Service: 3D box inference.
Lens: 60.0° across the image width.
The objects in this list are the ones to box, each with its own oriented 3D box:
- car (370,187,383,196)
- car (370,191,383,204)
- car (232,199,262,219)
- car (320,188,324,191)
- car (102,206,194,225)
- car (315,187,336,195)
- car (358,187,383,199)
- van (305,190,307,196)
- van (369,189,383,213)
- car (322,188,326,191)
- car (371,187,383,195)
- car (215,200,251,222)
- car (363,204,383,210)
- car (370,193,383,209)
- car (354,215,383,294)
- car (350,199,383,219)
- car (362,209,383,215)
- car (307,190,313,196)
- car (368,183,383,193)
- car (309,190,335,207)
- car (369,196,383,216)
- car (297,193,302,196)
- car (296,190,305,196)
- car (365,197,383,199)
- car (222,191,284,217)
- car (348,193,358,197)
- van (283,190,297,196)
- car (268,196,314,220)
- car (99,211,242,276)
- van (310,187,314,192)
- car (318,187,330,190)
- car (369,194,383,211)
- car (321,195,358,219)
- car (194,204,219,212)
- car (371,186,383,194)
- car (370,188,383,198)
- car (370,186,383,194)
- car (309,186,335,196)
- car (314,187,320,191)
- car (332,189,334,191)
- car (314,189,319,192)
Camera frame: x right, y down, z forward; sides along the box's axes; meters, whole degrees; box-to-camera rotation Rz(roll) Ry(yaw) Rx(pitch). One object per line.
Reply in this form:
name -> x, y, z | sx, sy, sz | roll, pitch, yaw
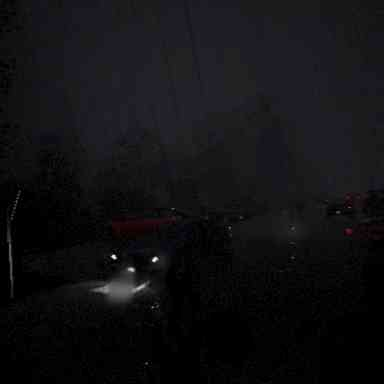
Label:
car -> 35.335, -0.101, 60.761 | 4.792, 1.488, 2.163 | -3, 0, 28
car -> 24.574, 0.585, 40.893 | 4.674, 1.452, 2.002 | -3, 0, 28
car -> 2.720, 1.629, 26.811 | 4.792, 1.488, 2.163 | -3, -1, 28
car -> 20.154, 0.683, 59.124 | 5.008, 1.535, 2.097 | -3, 0, 28
car -> -2.601, 1.611, 16.988 | 4.553, 1.767, 2.185 | -3, -1, 28
car -> 33.663, -0.313, 84.051 | 4.553, 1.767, 2.185 | -3, 0, 28
car -> 13.835, 0.792, 20.979 | 5.566, 2.045, 2.435 | -3, -1, 28
van -> 13.388, 0.881, 46.873 | 4.442, 1.987, 1.878 | -3, 0, 28
van -> 17.684, 0.718, 28.397 | 4.442, 1.987, 1.878 | -3, 0, 28
car -> 21.486, 0.599, 61.612 | 5.008, 1.535, 2.097 | -3, 0, 28
car -> 37.996, -0.259, 65.745 | 4.674, 1.452, 2.002 | -3, 0, 28
car -> 1.403, 1.635, 24.455 | 4.892, 1.521, 2.231 | -3, -1, 28
car -> 8.445, 1.222, 11.049 | 4.674, 1.452, 2.002 | -3, -1, 28
car -> 20.554, 0.837, 33.434 | 4.674, 1.452, 2.002 | -3, 0, 28
car -> 5.732, 1.282, 6.090 | 4.792, 1.488, 2.163 | -3, -1, 28
car -> 9.626, 1.153, 13.622 | 5.366, 1.575, 1.946 | -3, -1, 28
car -> 7.101, 1.257, 8.564 | 4.674, 1.452, 2.002 | -3, -1, 28
car -> 14.840, 1.018, 49.305 | 4.892, 1.521, 2.231 | -3, 0, 28
car -> 43.370, -0.898, 75.673 | 5.566, 2.045, 2.435 | -3, 0, 28
car -> 16.596, 1.004, 42.229 | 1.882, 1.535, 5.008 | -3, 0, 28
car -> 16.509, 1.015, 25.961 | 4.674, 1.452, 2.002 | -3, -1, 28
car -> 10.795, 1.300, 41.869 | 4.792, 1.488, 2.163 | -3, 0, 28
car -> 12.124, 1.062, 44.211 | 4.553, 1.767, 2.185 | -3, 0, 28
car -> 11.138, 1.113, 16.017 | 5.008, 1.535, 2.097 | -3, -1, 28
car -> 5.394, 1.279, 31.781 | 5.566, 2.045, 2.435 | -3, -1, 28
car -> 22.879, 0.724, 46.831 | 1.895, 1.301, 4.718 | -3, 0, 29
van -> 9.571, 1.123, 39.311 | 4.442, 1.987, 1.878 | -3, 0, 28
car -> 8.027, 1.371, 26.571 | 2.128, 1.511, 4.902 | -3, -1, 28
car -> -0.346, 1.643, 11.145 | 2.033, 1.411, 5.357 | -3, -1, 29
van -> 16.074, 0.712, 51.841 | 4.442, 1.987, 1.878 | -3, 0, 28
car -> 24.235, 0.427, 66.684 | 5.008, 1.535, 2.097 | -3, 0, 28
car -> 19.203, 0.917, 30.943 | 4.674, 1.452, 2.002 | -3, 0, 28
car -> 11.547, 1.241, 25.851 | 1.812, 1.442, 4.674 | -3, -1, 28
car -> -1.334, 1.704, 19.373 | 5.008, 1.535, 2.097 | -3, -1, 28
car -> 42.021, -0.518, 73.202 | 4.674, 1.452, 2.002 | -3, 0, 28
car -> 32.629, 0.079, 55.803 | 4.674, 1.452, 2.002 | -3, 0, 28
car -> 40.679, -0.470, 70.714 | 5.008, 1.535, 2.097 | -3, 0, 28
car -> 30.882, -0.248, 78.983 | 5.566, 2.045, 2.435 | -3, 0, 28
car -> 18.775, 0.644, 56.657 | 4.553, 1.767, 2.185 | -3, 0, 28
car -> 29.584, 0.089, 76.626 | 4.892, 1.521, 2.231 | -3, 0, 28
car -> 17.464, 0.852, 54.162 | 5.008, 1.535, 2.097 | -3, 0, 28
